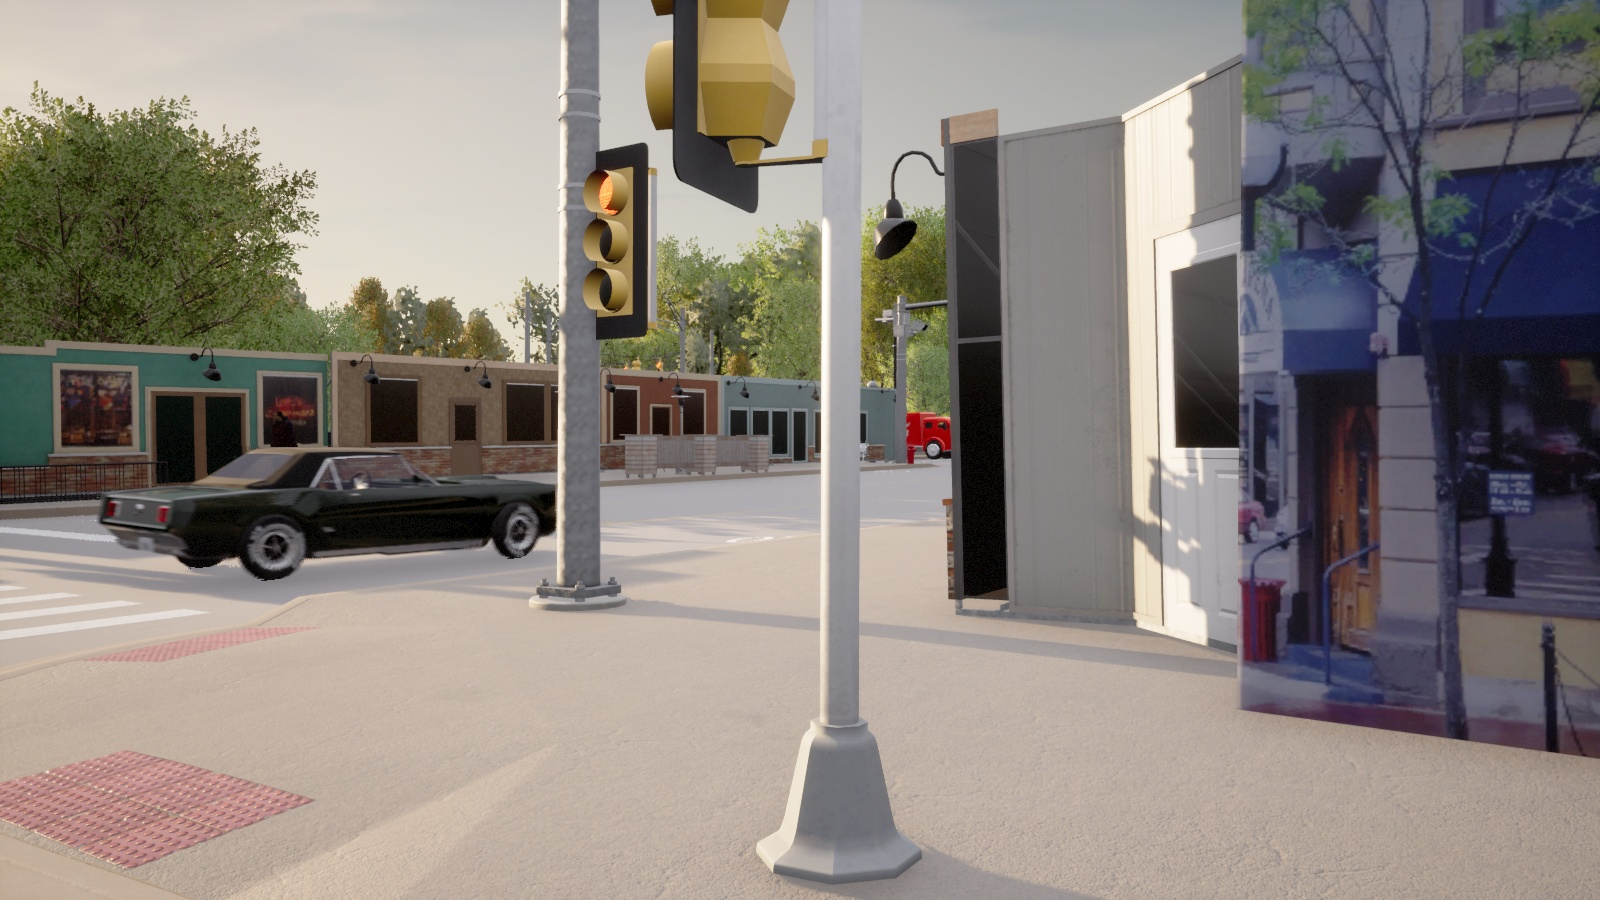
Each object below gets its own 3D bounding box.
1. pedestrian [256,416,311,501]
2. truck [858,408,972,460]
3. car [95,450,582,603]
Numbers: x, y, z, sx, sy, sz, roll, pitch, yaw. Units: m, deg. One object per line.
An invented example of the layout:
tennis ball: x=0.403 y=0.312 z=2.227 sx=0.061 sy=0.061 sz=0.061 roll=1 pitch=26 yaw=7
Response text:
pedestrian: x=-11.454 y=0.172 z=27.863 sx=0.634 sy=1.844 sz=0.899 roll=0 pitch=1 yaw=32
truck: x=6.028 y=-0.823 z=65.672 sx=5.204 sy=2.467 sz=2.627 roll=-3 pitch=0 yaw=29
car: x=-4.901 y=0.706 z=13.943 sx=1.895 sy=1.301 sz=4.718 roll=0 pitch=1 yaw=41
